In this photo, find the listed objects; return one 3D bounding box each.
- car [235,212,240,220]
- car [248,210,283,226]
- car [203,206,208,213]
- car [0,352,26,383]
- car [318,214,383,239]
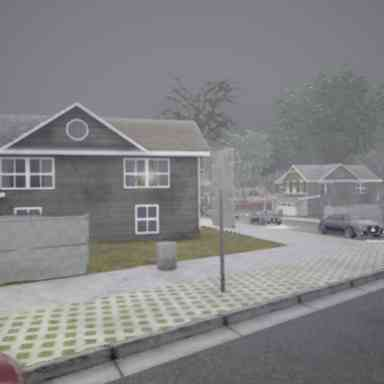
[{"bbox_3d":[4.366,2.820,42.707,2.033,1.411,5.357,-1,-2,-13],"label":"car"},{"bbox_3d":[6.980,2.463,31.916,1.994,1.385,4.181,-1,-2,-12],"label":"car"},{"bbox_3d":[1.752,3.418,65.655,1.812,1.442,4.674,-1,-1,-15],"label":"car"},{"bbox_3d":[-2.940,1.520,0.936,4.674,1.442,1.812,0,0,-35],"label":"car"},{"bbox_3d":[9.735,2.047,20.704,1.994,1.385,4.181,-1,-2,-14],"label":"car"}]
